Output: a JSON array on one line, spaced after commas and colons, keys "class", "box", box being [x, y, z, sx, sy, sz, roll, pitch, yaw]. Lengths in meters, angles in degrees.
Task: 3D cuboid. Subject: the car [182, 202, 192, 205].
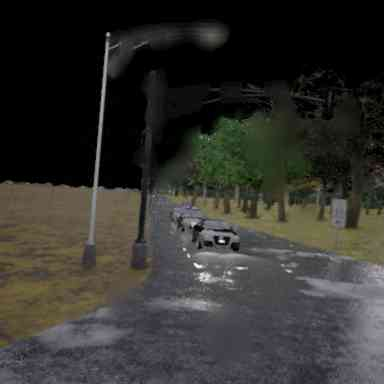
[{"class": "car", "box": [-0.894, 2.837, 61.059, 2.150, 2.045, 5.566, 4, -1, -7]}]

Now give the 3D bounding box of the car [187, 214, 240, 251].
[{"class": "car", "box": [1.131, 2.120, 17.156, 1.994, 1.385, 4.181, 4, -2, -7]}]

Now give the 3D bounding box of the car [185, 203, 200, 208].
[{"class": "car", "box": [0.444, 2.963, 50.704, 1.837, 1.490, 4.892, 4, -2, -7]}]

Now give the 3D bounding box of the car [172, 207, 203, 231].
[{"class": "car", "box": [-0.041, 2.241, 26.070, 2.128, 1.511, 4.902, 4, -2, -7]}]

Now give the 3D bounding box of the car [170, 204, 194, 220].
[{"class": "car", "box": [-1.339, 2.429, 36.004, 2.128, 1.511, 4.902, 4, -2, -7]}]
